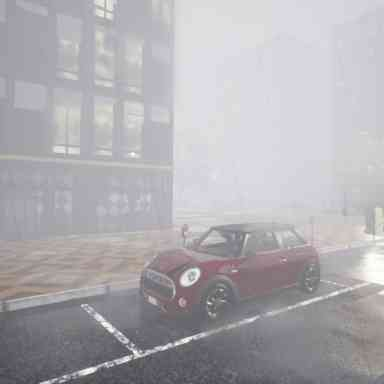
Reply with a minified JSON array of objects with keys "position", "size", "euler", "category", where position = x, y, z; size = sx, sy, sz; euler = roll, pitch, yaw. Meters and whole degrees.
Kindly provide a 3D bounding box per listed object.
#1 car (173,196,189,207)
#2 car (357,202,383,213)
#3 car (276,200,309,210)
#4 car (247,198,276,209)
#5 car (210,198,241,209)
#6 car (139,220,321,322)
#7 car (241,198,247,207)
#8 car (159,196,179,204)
[{"position":[-2.236,1.733,55.867],"size":[1.887,1.381,4.507],"euler":[1,-1,-35],"category":"car"},{"position":[20.992,1.729,37.567],"size":[1.947,1.339,4.313],"euler":[1,-1,-35],"category":"car"},{"position":[14.437,1.806,46.822],"size":[1.802,1.307,4.206],"euler":[1,-1,-35],"category":"car"},{"position":[11.161,1.799,51.450],"size":[1.887,1.381,4.507],"euler":[1,-1,-35],"category":"car"},{"position":[4.318,1.677,46.612],"size":[2.008,1.369,4.403],"euler":[1,-1,-35],"category":"car"},{"position":[0.905,1.441,7.195],"size":[4.097,1.590,1.967],"euler":[0,1,-36],"category":"car"},{"position":[7.884,1.725,56.079],"size":[1.967,1.590,4.097],"euler":[1,-1,-35],"category":"car"},{"position":[-5.224,1.724,74.592],"size":[2.192,1.841,5.009],"euler":[1,-1,-35],"category":"car"}]
